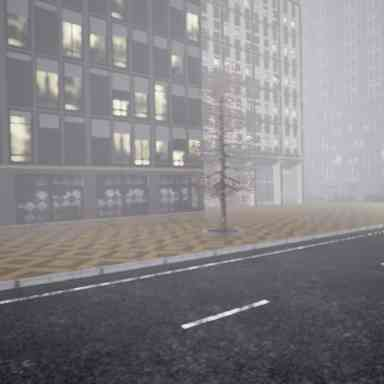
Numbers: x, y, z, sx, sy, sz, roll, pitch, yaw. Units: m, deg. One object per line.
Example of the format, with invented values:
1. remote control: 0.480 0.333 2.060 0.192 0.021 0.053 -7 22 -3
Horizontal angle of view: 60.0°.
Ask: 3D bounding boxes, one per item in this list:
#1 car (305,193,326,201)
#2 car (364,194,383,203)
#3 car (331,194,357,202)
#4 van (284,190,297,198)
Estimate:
1. car: 21.617 0.915 59.343 1.947 1.339 4.313 -1 1 -37
2. car: 28.351 0.996 50.184 1.947 1.339 4.313 -1 1 -37
3. car: 24.967 0.972 54.753 1.802 1.307 4.206 -1 1 -37
4. van: 21.581 0.398 73.489 1.690 1.788 3.998 -1 1 -37
